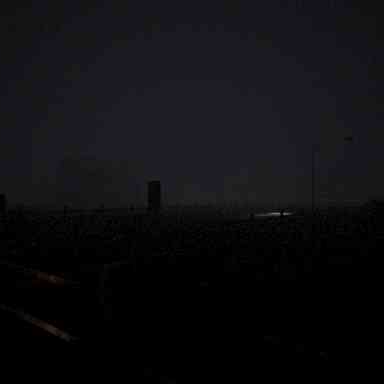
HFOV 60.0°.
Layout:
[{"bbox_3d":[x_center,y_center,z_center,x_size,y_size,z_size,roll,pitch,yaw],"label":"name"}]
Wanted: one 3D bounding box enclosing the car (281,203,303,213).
[{"bbox_3d":[14.849,2.335,49.271,1.895,1.301,4.718,-1,-1,36],"label":"car"}]
